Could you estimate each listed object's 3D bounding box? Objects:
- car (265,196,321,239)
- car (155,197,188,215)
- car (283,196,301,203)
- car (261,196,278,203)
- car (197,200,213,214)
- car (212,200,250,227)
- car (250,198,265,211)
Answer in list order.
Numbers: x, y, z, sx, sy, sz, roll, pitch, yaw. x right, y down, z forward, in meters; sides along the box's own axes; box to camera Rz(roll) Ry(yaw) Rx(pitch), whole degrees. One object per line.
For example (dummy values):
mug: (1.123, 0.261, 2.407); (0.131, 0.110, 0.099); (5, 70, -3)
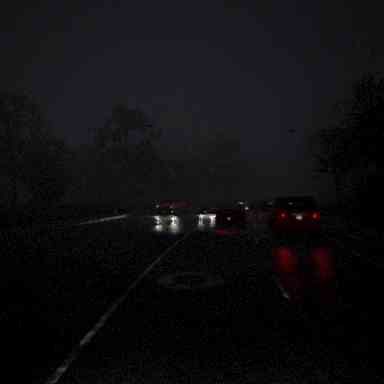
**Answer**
car: (5.291, 1.235, 17.639); (2.150, 2.045, 5.566); (0, 0, 10)
car: (-1.989, 1.330, 33.142); (2.097, 1.767, 4.553); (0, 0, 17)
car: (21.489, 1.532, 71.485); (2.033, 1.411, 5.357); (0, 0, 36)
car: (16.428, 1.609, 70.596); (1.895, 1.301, 4.718); (0, 0, 36)
car: (2.076, 1.541, 34.723); (2.033, 1.411, 5.357); (0, 0, 18)
car: (2.813, 1.481, 23.014); (1.882, 1.535, 5.008); (0, 0, 12)
car: (8.339, 1.509, 41.106); (2.128, 1.511, 4.902); (0, 0, 21)
